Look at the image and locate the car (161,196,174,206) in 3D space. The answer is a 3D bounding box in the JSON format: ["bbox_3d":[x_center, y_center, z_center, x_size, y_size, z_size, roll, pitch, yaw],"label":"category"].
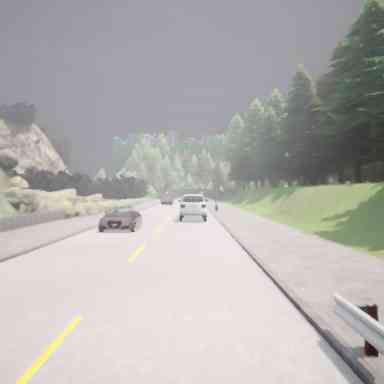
[{"bbox_3d":[-4.054,1.455,54.885,1.882,1.535,5.008,0,1,1],"label":"car"}]

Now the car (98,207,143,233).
[{"bbox_3d":[-4.100,1.555,19.583,1.994,1.385,4.181,0,0,0],"label":"car"}]

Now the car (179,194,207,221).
[{"bbox_3d":[0.084,1.209,27.333,2.150,2.045,5.566,0,0,0],"label":"car"}]

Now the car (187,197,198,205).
[{"bbox_3d":[0.062,1.575,58.559,1.895,1.301,4.718,0,0,0],"label":"car"}]
